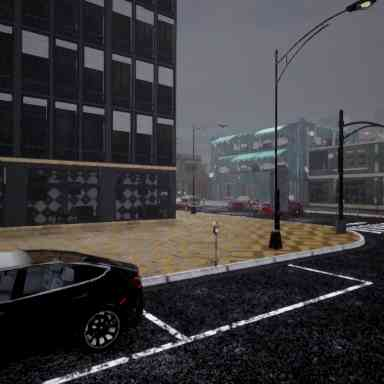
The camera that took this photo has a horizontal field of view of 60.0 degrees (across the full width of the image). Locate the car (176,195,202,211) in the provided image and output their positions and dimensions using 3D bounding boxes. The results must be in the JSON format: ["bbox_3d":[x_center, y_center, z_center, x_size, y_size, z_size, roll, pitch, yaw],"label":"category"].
[{"bbox_3d":[-0.765,1.230,33.686,1.802,1.307,4.206,1,0,-36],"label":"car"}]

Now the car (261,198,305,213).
[{"bbox_3d":[9.273,1.340,34.163,1.802,1.307,4.206,1,0,-36],"label":"car"}]

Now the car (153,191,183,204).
[{"bbox_3d":[-3.831,0.793,52.060,2.192,1.841,5.009,1,0,-36],"label":"car"}]

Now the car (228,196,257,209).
[{"bbox_3d":[5.997,1.130,38.639,1.967,1.590,4.097,1,0,-36],"label":"car"}]

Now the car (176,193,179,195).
[{"bbox_3d":[-1.583,1.147,39.177,2.033,1.411,5.357,0,0,-36],"label":"car"}]

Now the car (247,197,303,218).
[{"bbox_3d":[7.014,1.344,27.438,1.994,1.385,4.181,0,1,-36],"label":"car"}]

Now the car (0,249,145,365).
[{"bbox_3d":[-2.753,1.566,4.592,4.313,1.339,1.947,0,0,-35],"label":"car"}]
